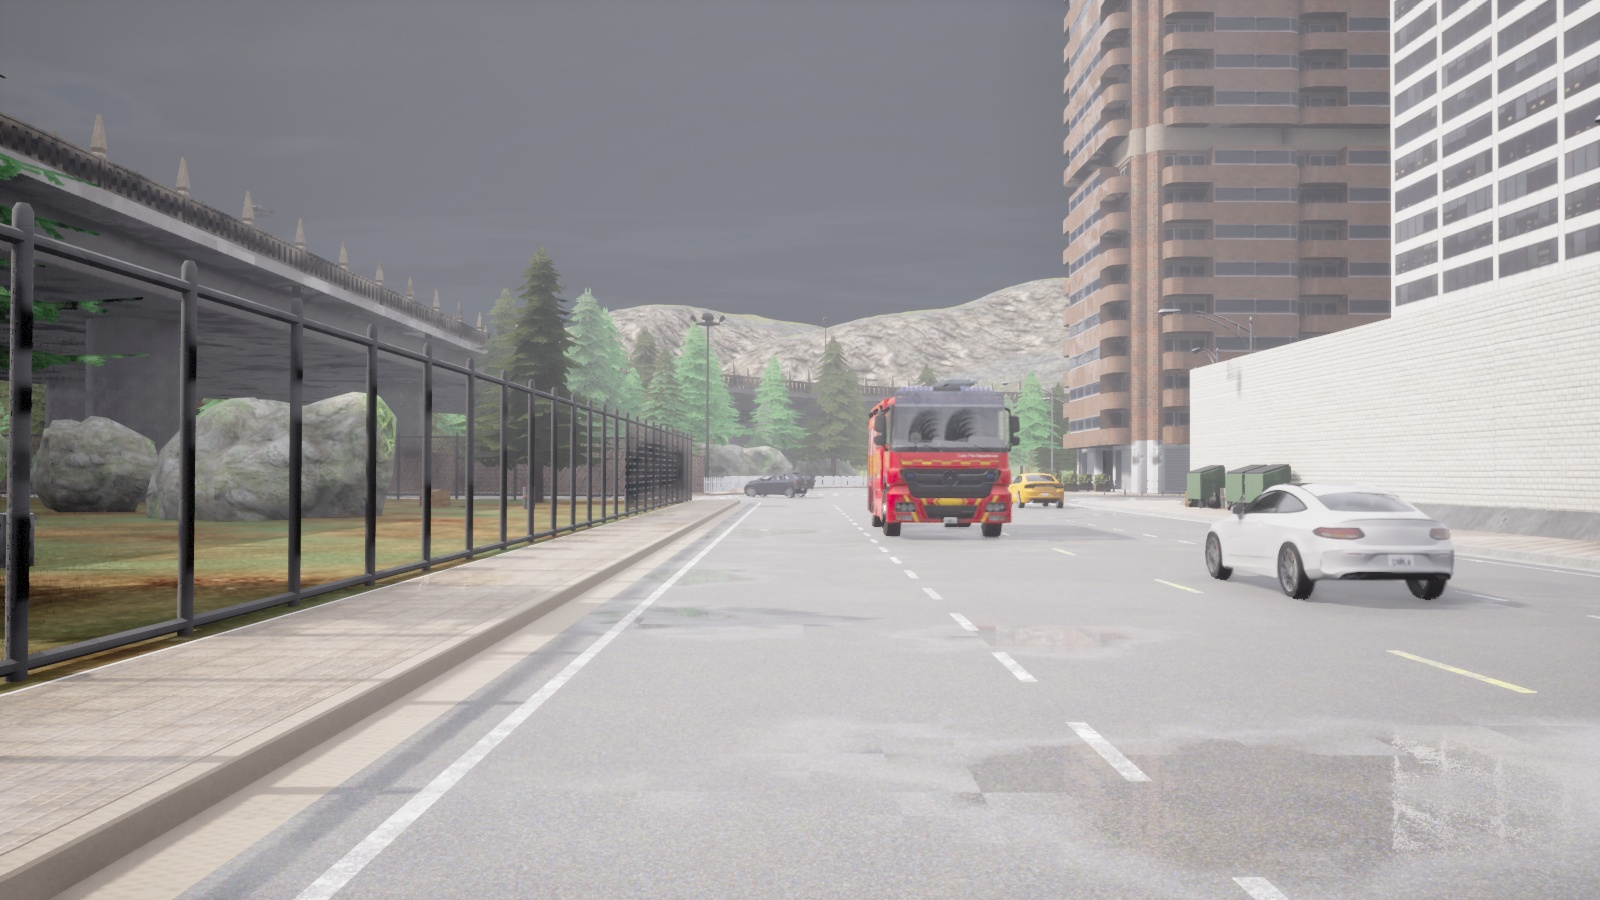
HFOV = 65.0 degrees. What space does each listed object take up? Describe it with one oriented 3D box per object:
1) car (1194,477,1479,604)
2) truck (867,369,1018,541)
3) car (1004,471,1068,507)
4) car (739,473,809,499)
[{"bbox_3d":[6.952,1.096,16.903,1.812,1.442,4.674,0,-1,0],"label":"car"},{"bbox_3d":[3.404,0.177,32.307,2.891,3.827,8.468,0,-1,0],"label":"truck"},{"bbox_3d":[10.344,1.679,55.419,1.882,1.535,5.008,0,-1,0],"label":"car"},{"bbox_3d":[-1.533,2.089,73.427,3.633,1.501,1.845,-1,-1,24],"label":"car"}]
